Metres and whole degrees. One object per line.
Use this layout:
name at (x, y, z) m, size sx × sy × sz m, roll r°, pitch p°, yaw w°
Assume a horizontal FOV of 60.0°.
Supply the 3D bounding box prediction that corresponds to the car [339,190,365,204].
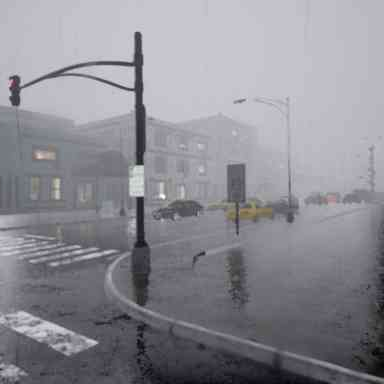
car at (22.543, 0.919, 46.714) m, size 1.837 × 1.490 × 4.892 m, roll -1°, pitch 0°, yaw 36°

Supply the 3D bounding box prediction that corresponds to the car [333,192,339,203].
car at (21.616, 0.795, 50.790) m, size 2.097 × 1.767 × 4.553 m, roll -1°, pitch 0°, yaw 36°

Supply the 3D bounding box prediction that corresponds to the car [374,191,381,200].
car at (33.261, 0.565, 62.203) m, size 2.192 × 1.841 × 5.009 m, roll -1°, pitch 0°, yaw 36°

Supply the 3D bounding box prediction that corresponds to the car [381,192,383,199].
car at (36.519, 0.767, 66.677) m, size 1.947 × 1.339 × 4.313 m, roll -1°, pitch 0°, yaw 36°

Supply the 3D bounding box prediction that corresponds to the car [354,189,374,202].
car at (26.644, 0.572, 52.422) m, size 2.150 × 2.045 × 5.566 m, roll -1°, pitch 0°, yaw 36°

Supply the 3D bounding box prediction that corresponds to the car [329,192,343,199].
car at (33.001, 0.732, 76.083) m, size 1.967 × 1.590 × 4.097 m, roll -1°, pitch 0°, yaw 36°

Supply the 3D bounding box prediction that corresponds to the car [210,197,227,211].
car at (3.600, 1.275, 35.684) m, size 1.752 × 1.417 × 4.829 m, roll -1°, pitch 0°, yaw 36°

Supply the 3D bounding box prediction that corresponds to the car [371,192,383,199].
car at (39.775, 0.717, 71.151) m, size 1.947 × 1.339 × 4.313 m, roll -1°, pitch 0°, yaw 36°

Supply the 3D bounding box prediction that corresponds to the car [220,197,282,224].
car at (4.061, 1.234, 22.079) m, size 1.752 × 1.417 × 4.829 m, roll -1°, pitch 0°, yaw 36°

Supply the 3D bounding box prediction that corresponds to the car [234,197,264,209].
car at (6.956, 1.278, 40.295) m, size 1.802 × 1.307 × 4.206 m, roll -1°, pitch 0°, yaw 36°

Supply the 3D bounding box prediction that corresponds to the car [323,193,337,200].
car at (29.746, 0.923, 71.610) m, size 1.802 × 1.307 × 4.206 m, roll -1°, pitch 0°, yaw 36°

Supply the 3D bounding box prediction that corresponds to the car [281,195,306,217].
car at (7.217, 1.210, 26.416) m, size 2.008 × 1.369 × 4.403 m, roll -1°, pitch 0°, yaw 36°

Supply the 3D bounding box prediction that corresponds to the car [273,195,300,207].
car at (12.386, 1.125, 43.298) m, size 1.812 × 1.442 × 4.674 m, roll -1°, pitch 0°, yaw 36°

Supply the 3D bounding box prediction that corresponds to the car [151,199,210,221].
car at (-0.983, 1.316, 25.001) m, size 1.837 × 1.490 × 4.892 m, roll -1°, pitch 0°, yaw 36°

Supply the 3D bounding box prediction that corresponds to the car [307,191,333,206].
car at (16.275, 1.018, 43.361) m, size 2.128 × 1.511 × 4.902 m, roll -1°, pitch 0°, yaw 37°

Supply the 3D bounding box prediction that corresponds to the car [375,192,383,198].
car at (42.856, 0.649, 75.372) m, size 1.887 × 1.381 × 4.507 m, roll -1°, pitch 0°, yaw 36°

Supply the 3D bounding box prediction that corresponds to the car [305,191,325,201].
car at (23.232, 0.756, 62.663) m, size 2.192 × 1.841 × 5.009 m, roll -1°, pitch 0°, yaw 36°
